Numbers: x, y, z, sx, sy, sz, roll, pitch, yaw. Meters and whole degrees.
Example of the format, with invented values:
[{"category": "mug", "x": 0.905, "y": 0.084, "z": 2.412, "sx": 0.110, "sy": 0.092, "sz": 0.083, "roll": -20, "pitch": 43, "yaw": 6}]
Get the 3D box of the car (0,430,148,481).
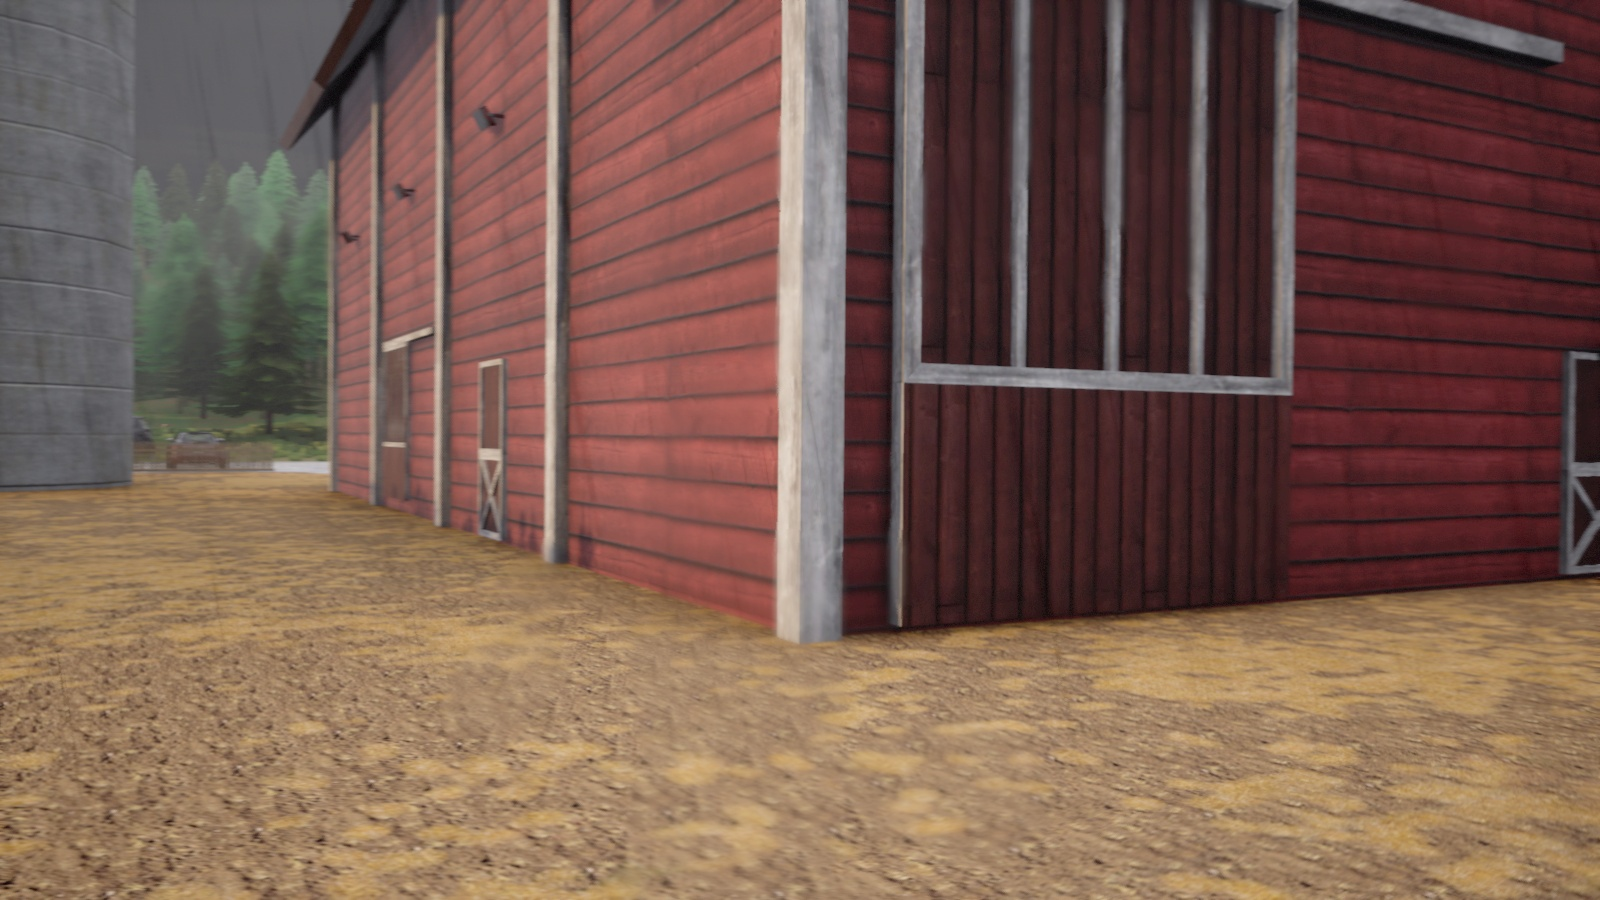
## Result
[{"category": "car", "x": -30.666, "y": 0.198, "z": 52.974, "sx": 5.566, "sy": 2.045, "sz": 2.150, "roll": -1, "pitch": 1, "yaw": -28}]
